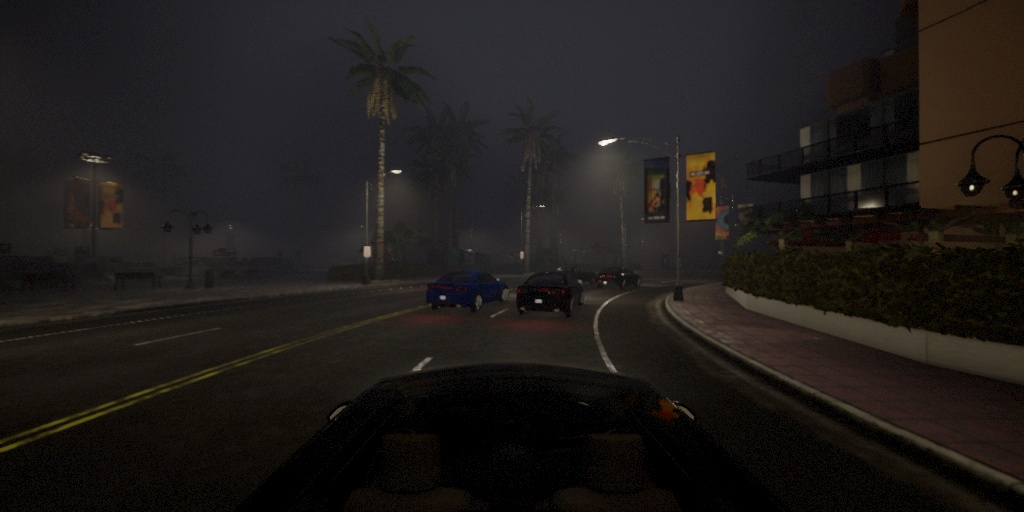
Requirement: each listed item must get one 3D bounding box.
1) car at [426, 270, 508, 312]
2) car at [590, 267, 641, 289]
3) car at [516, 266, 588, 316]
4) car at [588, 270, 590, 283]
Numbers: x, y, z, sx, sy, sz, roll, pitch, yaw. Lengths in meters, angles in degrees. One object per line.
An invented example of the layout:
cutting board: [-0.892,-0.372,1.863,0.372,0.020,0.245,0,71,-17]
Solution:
car: [-1.699,1.347,15.155,1.882,1.535,5.008,0,0,18]
car: [7.634,1.503,25.528,1.837,1.490,4.892,0,0,38]
car: [1.652,1.348,14.143,1.882,1.535,5.008,0,0,18]
car: [4.845,1.499,27.644,2.128,1.511,4.902,0,-1,38]
